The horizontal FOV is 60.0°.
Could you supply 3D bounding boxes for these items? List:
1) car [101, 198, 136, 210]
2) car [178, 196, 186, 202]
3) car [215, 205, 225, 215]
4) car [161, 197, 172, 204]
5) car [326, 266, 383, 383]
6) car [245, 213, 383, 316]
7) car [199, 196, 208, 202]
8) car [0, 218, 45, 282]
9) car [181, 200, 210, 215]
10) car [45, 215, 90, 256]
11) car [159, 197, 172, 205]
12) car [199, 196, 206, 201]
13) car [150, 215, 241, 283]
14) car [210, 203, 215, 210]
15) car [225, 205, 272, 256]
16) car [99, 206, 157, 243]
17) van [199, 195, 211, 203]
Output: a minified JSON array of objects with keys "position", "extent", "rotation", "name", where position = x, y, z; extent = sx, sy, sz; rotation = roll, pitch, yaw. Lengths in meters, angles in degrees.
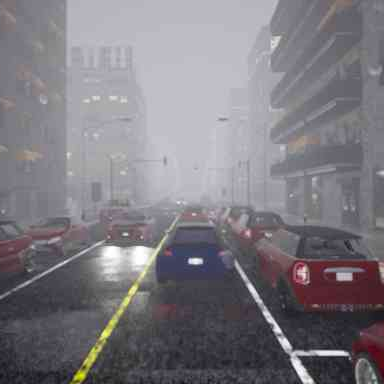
[{"position":[-5.263,1.367,24.358],"extent":[2.192,1.841,5.009],"rotation":[0,0,0],"name":"car"},{"position":[-2.560,1.752,83.688],"extent":[1.895,1.301,4.718],"rotation":[0,0,0],"name":"car"},{"position":[2.605,1.481,18.745],"extent":[1.967,1.590,4.097],"rotation":[0,0,0],"name":"car"},{"position":[-5.129,1.678,68.150],"extent":[1.887,1.381,4.507],"rotation":[0,0,0],"name":"car"},{"position":[2.566,1.586,1.962],"extent":[1.802,1.307,4.206],"rotation":[0,0,0],"name":"car"},{"position":[2.579,1.457,7.557],"extent":[1.967,1.590,4.097],"rotation":[0,0,0],"name":"car"},{"position":[2.744,1.716,79.184],"extent":[1.947,1.339,4.313],"rotation":[0,0,0],"name":"car"},{"position":[-5.301,1.457,7.575],"extent":[1.967,1.590,4.097],"rotation":[0,0,0],"name":"car"},{"position":[0.146,1.620,26.327],"extent":[1.994,1.385,4.181],"rotation":[0,0,0],"name":"car"},{"position":[-5.288,1.611,13.169],"extent":[1.802,1.307,4.206],"rotation":[0,0,0],"name":"car"},{"position":[-5.141,1.706,62.562],"extent":[1.802,1.307,4.206],"rotation":[0,0,0],"name":"car"},{"position":[2.771,1.691,90.555],"extent":[1.752,1.417,4.829],"rotation":[0,0,0],"name":"car"},{"position":[0.102,1.586,9.759],"extent":[1.994,1.385,4.181],"rotation":[0,0,1],"name":"car"},{"position":[2.618,1.597,24.340],"extent":[1.887,1.381,4.507],"rotation":[0,0,0],"name":"car"},{"position":[2.592,1.469,13.151],"extent":[1.967,1.590,4.097],"rotation":[0,0,0],"name":"car"},{"position":[-2.810,1.599,16.042],"extent":[1.994,1.385,4.181],"rotation":[0,0,0],"name":"car"},{"position":[2.705,1.464,62.382],"extent":[1.690,1.788,3.998],"rotation":[0,0,0],"name":"van"}]
